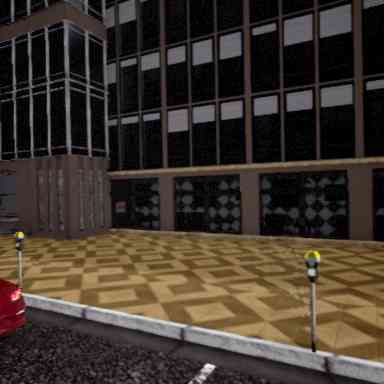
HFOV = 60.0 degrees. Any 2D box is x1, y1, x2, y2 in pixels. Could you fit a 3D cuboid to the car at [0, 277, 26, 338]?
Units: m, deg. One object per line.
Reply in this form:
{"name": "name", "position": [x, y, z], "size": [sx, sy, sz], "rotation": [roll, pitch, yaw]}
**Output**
{"name": "car", "position": [-4.397, 1.616, 5.159], "size": [4.206, 1.307, 1.802], "rotation": [-1, 1, 28]}
